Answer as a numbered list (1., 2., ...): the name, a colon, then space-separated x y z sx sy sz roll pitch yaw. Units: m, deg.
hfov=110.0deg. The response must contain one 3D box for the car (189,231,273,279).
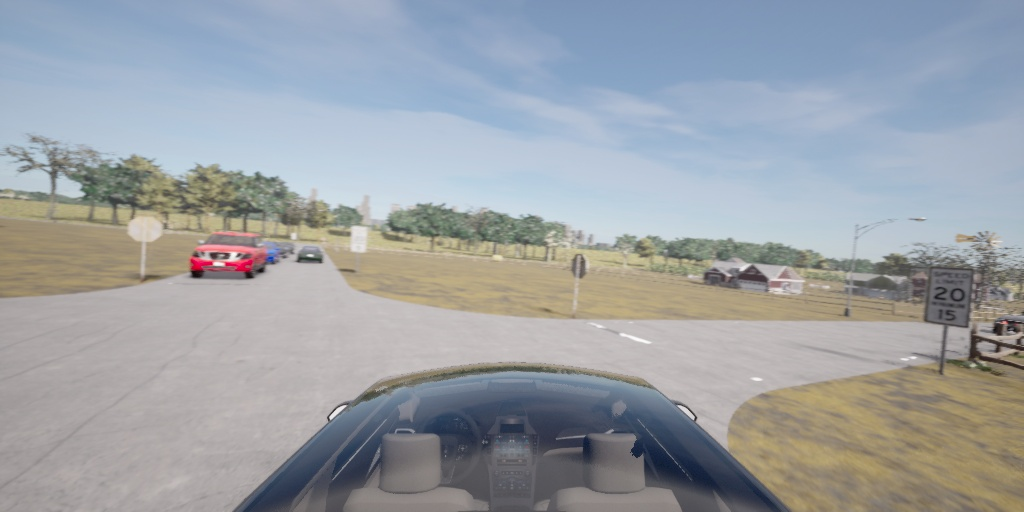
1. car: -13.201 -0.125 17.081 2.150 2.045 5.566 4 1 -28

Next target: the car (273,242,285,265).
1. car: -17.996 -0.253 25.945 1.882 1.535 5.008 3 0 -29

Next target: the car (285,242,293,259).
1. car: -22.814 -0.596 34.851 1.837 1.490 4.892 3 0 -28

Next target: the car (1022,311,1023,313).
1. car: 47.308 5.920 31.999 5.566 2.045 2.150 6 0 -28

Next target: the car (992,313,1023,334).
1. car: 38.161 5.258 27.028 4.892 1.490 1.837 6 0 -29

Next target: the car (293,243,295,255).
1. car: -28.273 -0.996 44.989 1.837 1.490 4.892 3 0 -28

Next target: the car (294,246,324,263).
1. car: -17.451 -0.168 31.096 1.994 1.385 4.181 3 0 -29
